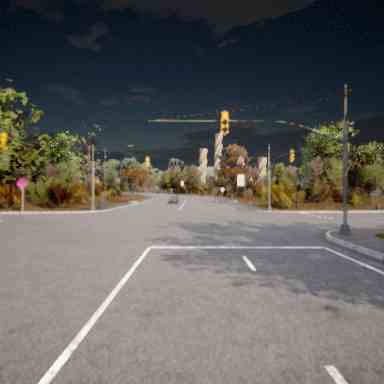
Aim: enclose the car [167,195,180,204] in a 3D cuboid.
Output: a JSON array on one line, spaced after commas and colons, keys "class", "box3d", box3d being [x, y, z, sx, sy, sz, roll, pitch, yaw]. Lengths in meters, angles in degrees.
[{"class": "car", "box3d": [-3.255, 1.397, 59.277, 1.837, 1.490, 4.892, 0, 1, 0]}]
